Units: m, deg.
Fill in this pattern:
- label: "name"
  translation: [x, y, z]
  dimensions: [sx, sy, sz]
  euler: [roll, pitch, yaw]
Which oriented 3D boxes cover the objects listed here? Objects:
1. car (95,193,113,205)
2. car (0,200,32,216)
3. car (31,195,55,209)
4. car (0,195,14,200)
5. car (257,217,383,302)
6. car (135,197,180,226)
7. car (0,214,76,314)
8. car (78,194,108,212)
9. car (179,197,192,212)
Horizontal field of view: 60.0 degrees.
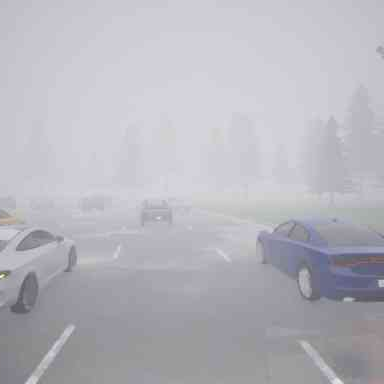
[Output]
- label: "car"
  translation: [-11.711, 0.878, 41.832]
  dimensions: [1.882, 1.535, 5.008]
  euler: [0, 1, -40]
- label: "car"
  translation: [-8.118, 1.314, 12.825]
  dimensions: [1.882, 1.535, 5.008]
  euler: [0, 1, -8]
- label: "car"
  translation: [-16.038, 1.045, 35.546]
  dimensions: [1.812, 1.442, 4.674]
  euler: [0, 1, -34]
- label: "car"
  translation: [-19.556, 1.045, 34.441]
  dimensions: [2.128, 1.511, 4.902]
  euler: [-1, 1, -36]
- label: "car"
  translation: [3.020, 1.335, 8.030]
  dimensions: [1.882, 1.535, 5.008]
  euler: [0, 1, -5]
- label: "car"
  translation: [-2.398, 1.179, 20.553]
  dimensions: [2.128, 1.511, 4.902]
  euler: [0, 1, -14]
- label: "car"
  translation: [-3.915, 1.430, 7.159]
  dimensions: [1.812, 1.442, 4.674]
  euler: [0, 1, -5]
- label: "car"
  translation: [-9.664, 1.151, 31.608]
  dimensions: [1.895, 1.301, 4.718]
  euler: [-1, 1, -25]
- label: "car"
  translation: [-1.624, 1.126, 30.690]
  dimensions: [1.895, 1.301, 4.718]
  euler: [-1, 1, -18]
